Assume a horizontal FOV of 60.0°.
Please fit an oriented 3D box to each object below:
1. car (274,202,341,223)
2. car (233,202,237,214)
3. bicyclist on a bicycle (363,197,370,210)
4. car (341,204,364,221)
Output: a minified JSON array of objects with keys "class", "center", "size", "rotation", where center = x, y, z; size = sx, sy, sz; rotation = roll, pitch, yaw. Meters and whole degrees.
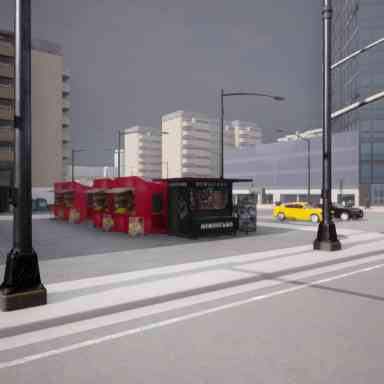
[{"class":"car","center":[8.952,1.589,26.846],"size":[1.882,1.535,5.008],"rotation":[0,-1,-38]},{"class":"car","center":[4.920,1.820,38.402],"size":[1.994,1.385,4.181],"rotation":[0,-1,-36]},{"class":"bicyclist on a bicycle","center":[22.311,1.466,42.485],"size":[1.656,1.620,0.582],"rotation":[0,0,-36]},{"class":"car","center":[12.056,1.587,28.562],"size":[1.882,1.535,5.008],"rotation":[0,-1,-36]}]
